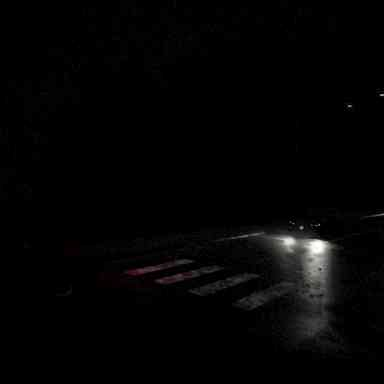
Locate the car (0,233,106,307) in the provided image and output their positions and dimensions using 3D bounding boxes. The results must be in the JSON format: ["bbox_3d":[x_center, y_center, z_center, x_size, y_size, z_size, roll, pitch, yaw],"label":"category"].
[{"bbox_3d":[-4.127,1.528,6.209,1.895,1.301,4.718,1,1,42],"label":"car"}]

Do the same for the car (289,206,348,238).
[{"bbox_3d":[7.156,1.582,18.576,1.837,1.490,4.892,2,1,42],"label":"car"}]
